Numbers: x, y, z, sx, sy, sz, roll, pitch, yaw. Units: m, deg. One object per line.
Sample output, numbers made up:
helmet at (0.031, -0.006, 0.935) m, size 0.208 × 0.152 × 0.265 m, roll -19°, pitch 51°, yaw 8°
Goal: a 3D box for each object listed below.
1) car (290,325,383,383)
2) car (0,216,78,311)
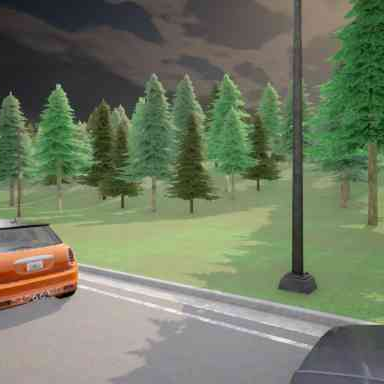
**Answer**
car at (3.230, 1.547, 1.691) m, size 5.357 × 1.411 × 2.033 m, roll 0°, pitch 0°, yaw 36°
car at (-4.571, 1.352, 7.253) m, size 4.553 × 1.767 × 2.097 m, roll 0°, pitch 0°, yaw 36°
